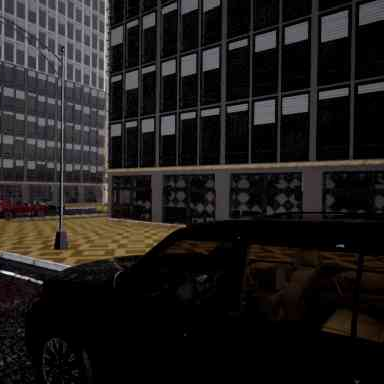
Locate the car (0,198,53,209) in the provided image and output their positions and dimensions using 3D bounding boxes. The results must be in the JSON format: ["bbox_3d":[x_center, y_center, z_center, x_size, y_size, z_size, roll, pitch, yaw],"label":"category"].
[{"bbox_3d":[-16.126,1.518,31.048,2.192,1.841,5.009,1,0,37],"label":"car"}]

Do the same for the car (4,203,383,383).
[{"bbox_3d":[0.699,1.221,3.184,5.566,2.045,2.150,0,0,36],"label":"car"}]

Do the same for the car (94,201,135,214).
[{"bbox_3d":[-9.301,1.829,40.239,1.752,1.417,4.829,1,0,37],"label":"car"}]

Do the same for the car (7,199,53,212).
[{"bbox_3d":[-19.596,1.642,40.433,1.752,1.417,4.829,1,0,37],"label":"car"}]

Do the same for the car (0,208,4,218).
[{"bbox_3d":[-7.283,1.347,8.905,4.553,1.767,2.097,0,0,36],"label":"car"}]
